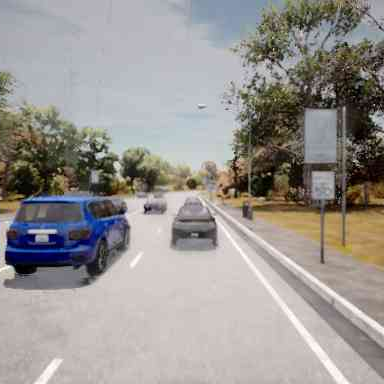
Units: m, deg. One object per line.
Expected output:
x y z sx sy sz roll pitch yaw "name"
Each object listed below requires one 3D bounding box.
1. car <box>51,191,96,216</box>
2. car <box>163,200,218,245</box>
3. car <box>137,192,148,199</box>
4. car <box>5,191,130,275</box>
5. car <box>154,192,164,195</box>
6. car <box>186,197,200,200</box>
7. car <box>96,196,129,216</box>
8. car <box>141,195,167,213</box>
-10.599 0.911 30.332 2.150 2.045 5.566 0 1 0 "car"
0.095 1.342 14.650 2.128 1.511 4.902 0 1 0 "car"
-10.523 0.667 71.009 1.812 1.442 4.674 0 1 0 "car"
-3.405 1.116 10.231 2.150 2.045 5.566 0 1 0 "car"
-7.023 0.678 70.582 1.812 1.442 4.674 0 1 0 "car"
0.088 1.209 33.104 2.033 1.411 5.357 0 1 0 "car"
-7.100 1.196 30.174 1.837 1.490 4.892 0 1 0 "car"
-3.412 1.276 31.757 1.895 1.301 4.718 0 1 0 "car"
